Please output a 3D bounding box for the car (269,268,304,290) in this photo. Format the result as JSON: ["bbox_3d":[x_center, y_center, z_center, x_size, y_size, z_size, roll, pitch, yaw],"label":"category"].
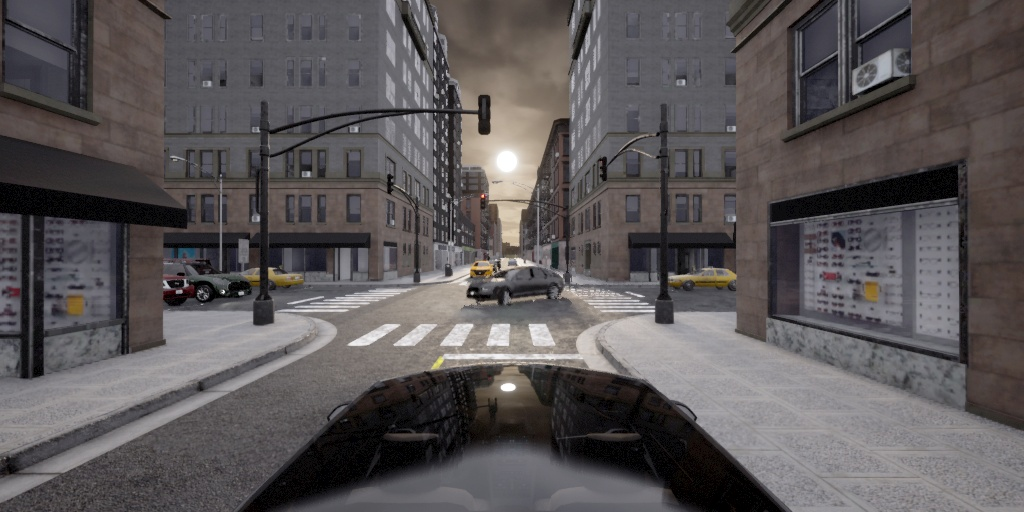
[{"bbox_3d":[-15.234,1.279,21.575,4.829,1.417,1.751,0,0,0],"label":"car"}]

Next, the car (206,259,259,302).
[{"bbox_3d":[-14.378,1.084,16.089,4.553,1.767,2.097,0,0,0],"label":"car"}]

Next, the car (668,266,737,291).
[{"bbox_3d":[11.649,1.304,21.516,4.829,1.417,1.751,0,0,0],"label":"car"}]

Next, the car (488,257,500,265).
[{"bbox_3d":[-2.816,1.244,44.303,1.837,1.490,4.892,0,0,0],"label":"car"}]

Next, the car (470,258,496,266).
[{"bbox_3d":[-2.821,1.222,33.900,1.882,1.535,5.008,0,0,0],"label":"car"}]

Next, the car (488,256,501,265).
[{"bbox_3d":[-2.801,0.953,54.896,2.150,2.045,5.566,0,0,0],"label":"car"}]

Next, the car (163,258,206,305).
[{"bbox_3d":[-15.090,1.035,13.549,5.009,1.841,2.192,0,0,0],"label":"car"}]

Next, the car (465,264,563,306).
[{"bbox_3d":[0.215,1.253,15.854,4.892,1.490,1.837,1,-3,-42],"label":"car"}]
